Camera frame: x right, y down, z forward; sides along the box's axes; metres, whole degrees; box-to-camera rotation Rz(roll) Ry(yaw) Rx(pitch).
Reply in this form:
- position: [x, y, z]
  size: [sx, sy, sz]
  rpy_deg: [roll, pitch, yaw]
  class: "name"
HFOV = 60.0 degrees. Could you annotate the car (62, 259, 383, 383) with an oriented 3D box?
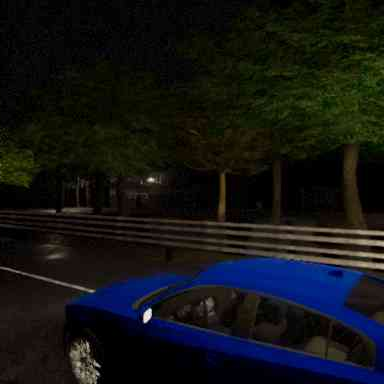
- position: [0.650, 1.487, 3.530]
  size: [5.008, 1.535, 1.882]
  rpy_deg: [0, 0, 36]
  class: "car"
